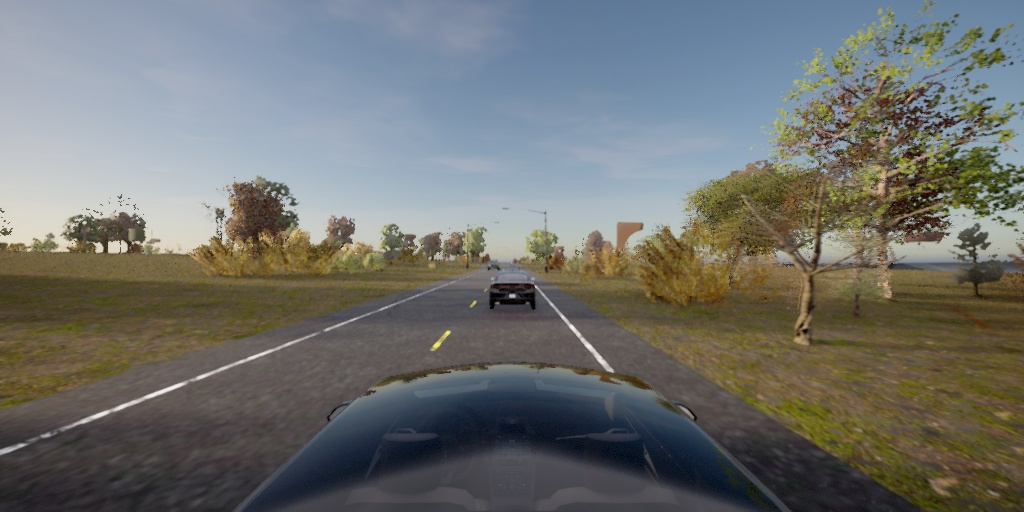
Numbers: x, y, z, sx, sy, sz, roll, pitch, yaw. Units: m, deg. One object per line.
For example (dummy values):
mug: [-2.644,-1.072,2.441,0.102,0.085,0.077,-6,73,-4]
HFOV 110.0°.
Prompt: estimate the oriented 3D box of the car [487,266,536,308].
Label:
car: [0.040,1.383,16.091,1.882,1.535,5.008,0,0,1]
